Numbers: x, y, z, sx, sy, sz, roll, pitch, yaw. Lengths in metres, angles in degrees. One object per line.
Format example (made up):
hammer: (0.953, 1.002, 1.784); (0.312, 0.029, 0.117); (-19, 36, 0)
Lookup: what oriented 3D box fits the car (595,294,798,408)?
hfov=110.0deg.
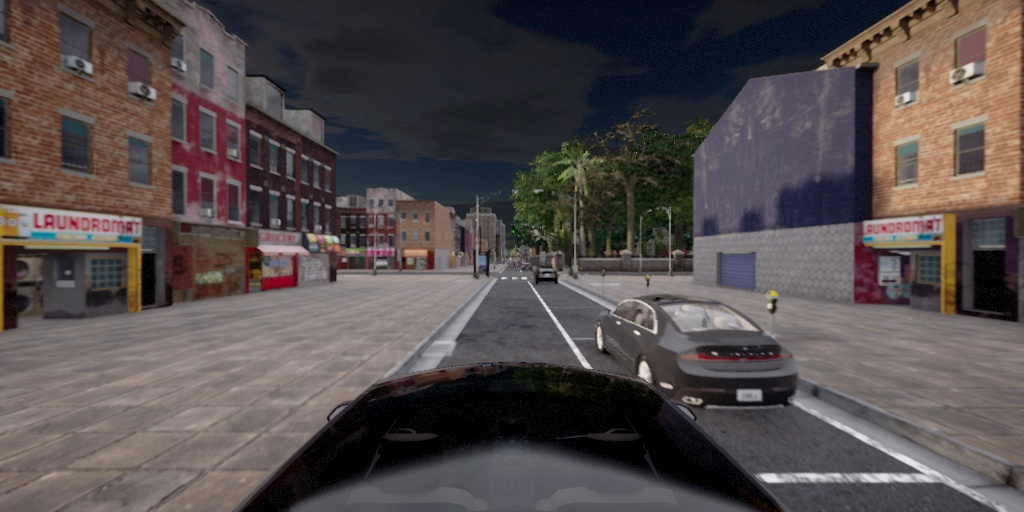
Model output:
car: (2.637, 1.322, 6.155); (2.007, 1.370, 4.403); (0, 0, 0)

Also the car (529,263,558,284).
car: (2.636, 1.472, 28.641); (1.948, 1.339, 4.313); (0, 0, 0)

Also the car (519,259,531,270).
car: (2.635, 1.732, 61.152); (2.007, 1.370, 4.403); (0, 0, 0)
